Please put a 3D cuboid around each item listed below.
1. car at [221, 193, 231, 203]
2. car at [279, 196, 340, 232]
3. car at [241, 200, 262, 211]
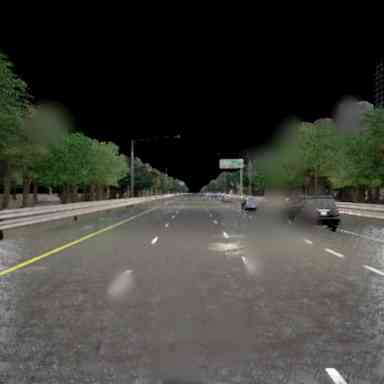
[{"bbox_3d":[7.285,1.568,70.645,2.033,1.411,5.357,0,0,0],"label":"car"},{"bbox_3d":[7.026,1.231,20.388,2.150,2.045,5.566,0,0,0],"label":"car"},{"bbox_3d":[7.097,1.587,40.122,1.994,1.385,4.181,0,0,0],"label":"car"}]
